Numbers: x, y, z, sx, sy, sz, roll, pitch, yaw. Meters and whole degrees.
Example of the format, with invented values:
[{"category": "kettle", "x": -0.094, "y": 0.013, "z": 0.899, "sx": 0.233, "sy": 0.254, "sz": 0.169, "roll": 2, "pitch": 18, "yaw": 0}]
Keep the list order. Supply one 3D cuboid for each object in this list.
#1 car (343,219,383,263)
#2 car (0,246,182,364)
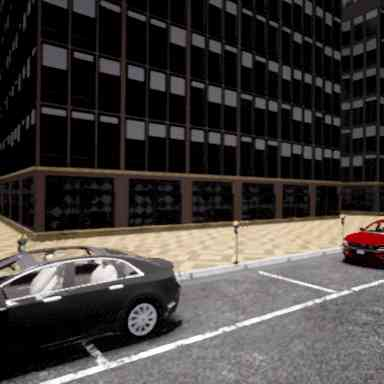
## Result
[{"category": "car", "x": 7.042, "y": 1.626, "z": 11.579, "sx": 4.507, "sy": 1.381, "sz": 1.887, "roll": 0, "pitch": 0, "yaw": -35}, {"category": "car", "x": -2.226, "y": 1.557, "z": 4.968, "sx": 4.403, "sy": 1.369, "sz": 2.008, "roll": 0, "pitch": 0, "yaw": -36}]
